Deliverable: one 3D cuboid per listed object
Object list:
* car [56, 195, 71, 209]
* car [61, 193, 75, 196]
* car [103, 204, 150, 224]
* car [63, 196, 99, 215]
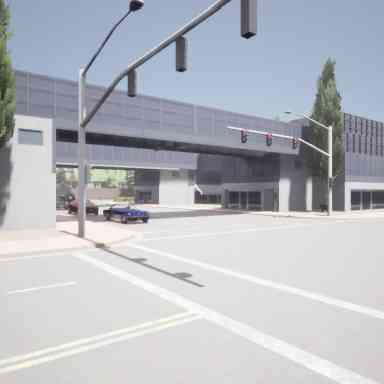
[{"bbox_3d":[-16.803,1.505,41.248,1.837,1.490,4.892,0,0,-36],"label":"car"},{"bbox_3d":[-23.774,1.221,63.014,2.150,2.045,5.566,0,0,-36],"label":"car"},{"bbox_3d":[-4.993,1.601,25.019,1.895,1.301,4.718,0,0,-36],"label":"car"},{"bbox_3d":[-10.893,1.478,33.120,1.882,1.535,5.008,0,0,-36],"label":"car"}]
